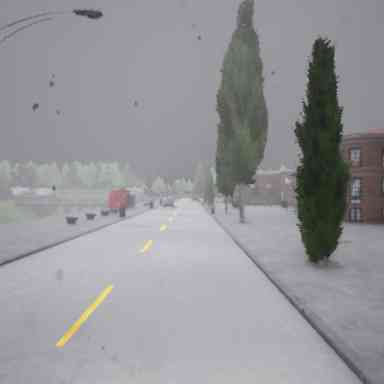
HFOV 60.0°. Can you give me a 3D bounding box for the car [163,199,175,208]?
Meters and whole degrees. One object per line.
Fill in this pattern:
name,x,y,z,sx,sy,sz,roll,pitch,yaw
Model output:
car,-4.065,2.012,58.199,1.837,1.490,4.892,0,0,1
